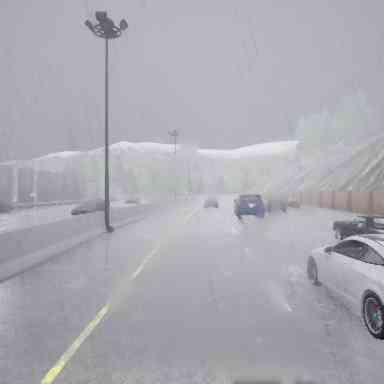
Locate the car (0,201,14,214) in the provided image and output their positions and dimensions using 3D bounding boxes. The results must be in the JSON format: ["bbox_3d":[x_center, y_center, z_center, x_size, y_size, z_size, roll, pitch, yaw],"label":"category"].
[{"bbox_3d":[-19.617,1.547,32.277,2.033,1.411,5.357,0,0,4],"label":"car"}]

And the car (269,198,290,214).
[{"bbox_3d":[8.955,1.505,36.056,1.837,1.490,4.892,0,0,4],"label":"car"}]

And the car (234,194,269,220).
[{"bbox_3d":[4.870,1.222,28.629,2.150,2.045,5.566,0,0,4],"label":"car"}]

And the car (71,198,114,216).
[{"bbox_3d":[-9.211,1.547,30.597,2.033,1.411,5.357,0,0,4],"label":"car"}]

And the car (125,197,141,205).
[{"bbox_3d":[-10.529,1.563,59.628,1.994,1.385,4.181,0,0,4],"label":"car"}]

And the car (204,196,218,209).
[{"bbox_3d":[2.741,1.600,46.322,1.895,1.301,4.718,0,0,4],"label":"car"}]

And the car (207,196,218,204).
[{"bbox_3d":[3.951,1.547,64.213,2.033,1.411,5.357,0,0,4],"label":"car"}]

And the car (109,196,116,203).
[{"bbox_3d":[-16.957,1.500,68.350,1.837,1.490,4.892,0,0,3],"label":"car"}]

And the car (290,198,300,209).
[{"bbox_3d":[13.116,1.526,44.314,1.812,1.442,4.674,0,0,4],"label":"car"}]

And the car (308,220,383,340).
[{"bbox_3d":[3.725,1.526,6.383,1.812,1.442,4.674,0,0,2],"label":"car"}]

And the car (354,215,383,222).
[{"bbox_3d":[7.506,1.601,13.613,1.895,1.301,4.718,0,0,3],"label":"car"}]

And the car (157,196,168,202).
[{"bbox_3d":[-6.263,1.594,71.597,1.895,1.301,4.718,0,0,3],"label":"car"}]
